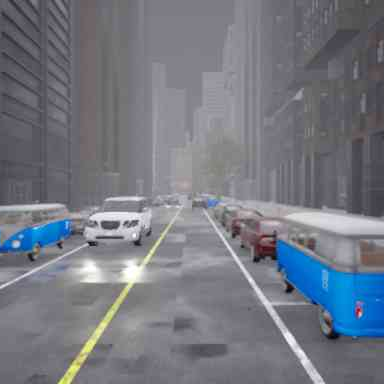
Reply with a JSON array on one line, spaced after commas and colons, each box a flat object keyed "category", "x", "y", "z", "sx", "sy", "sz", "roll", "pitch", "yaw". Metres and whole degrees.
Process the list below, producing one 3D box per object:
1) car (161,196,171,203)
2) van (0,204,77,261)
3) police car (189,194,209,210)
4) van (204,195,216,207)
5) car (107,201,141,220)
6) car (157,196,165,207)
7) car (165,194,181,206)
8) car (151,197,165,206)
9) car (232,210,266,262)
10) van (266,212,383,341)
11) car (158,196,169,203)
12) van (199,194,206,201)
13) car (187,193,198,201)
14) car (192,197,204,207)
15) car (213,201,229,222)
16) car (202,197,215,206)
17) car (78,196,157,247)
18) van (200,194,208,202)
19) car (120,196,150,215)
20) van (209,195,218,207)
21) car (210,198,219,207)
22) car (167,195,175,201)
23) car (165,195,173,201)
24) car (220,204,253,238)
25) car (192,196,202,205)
[{"category": "car", "x": -5.759, "y": 1.600, "z": 73.709, "sx": 1.947, "sy": 1.339, "sz": 4.313, "roll": 0, "pitch": 0, "yaw": 0}, {"category": "van", "x": -5.762, "y": 1.342, "z": 11.903, "sx": 1.690, "sy": 1.788, "sz": 3.998, "roll": 0, "pitch": 0, "yaw": 0}, {"category": "police car", "x": 0.903, "y": 1.436, "z": 44.170, "sx": 1.930, "sy": 1.638, "sz": 5.238, "roll": 0, "pitch": 0, "yaw": 0}, {"category": "van", "x": 2.765, "y": 1.357, "z": 51.242, "sx": 1.690, "sy": 1.788, "sz": 3.998, "roll": 0, "pitch": 0, "yaw": 0}, {"category": "car", "x": -5.761, "y": 1.554, "z": 28.759, "sx": 2.008, "sy": 1.369, "sz": 4.403, "roll": 0, "pitch": 0, "yaw": 0}, {"category": "car", "x": -5.760, "y": 1.581, "z": 51.234, "sx": 1.947, "sy": 1.339, "sz": 4.313, "roll": 0, "pitch": 0, "yaw": 0}, {"category": "car", "x": -3.062, "y": 1.523, "z": 55.452, "sx": 1.837, "sy": 1.490, "sz": 4.892, "roll": 0, "pitch": 0, "yaw": 0}, {"category": "car", "x": -5.760, "y": 1.545, "z": 56.683, "sx": 1.752, "sy": 1.417, "sz": 4.829, "roll": 0, "pitch": 0, "yaw": 0}, {"category": "car", "x": 2.763, "y": 1.545, "z": 11.914, "sx": 1.887, "sy": 1.381, "sz": 4.507, "roll": 0, "pitch": 0, "yaw": 0}, {"category": "van", "x": 2.763, "y": 1.342, "z": 6.295, "sx": 1.690, "sy": 1.788, "sz": 3.998, "roll": 0, "pitch": 0, "yaw": 0}, {"category": "car", "x": -5.759, "y": 1.595, "z": 68.090, "sx": 1.947, "sy": 1.339, "sz": 4.313, "roll": 0, "pitch": 0, "yaw": 0}, {"category": "van", "x": 2.767, "y": 1.387, "z": 84.952, "sx": 1.690, "sy": 1.788, "sz": 3.998, "roll": 0, "pitch": 0, "yaw": 0}, {"category": "car", "x": 0.005, "y": 1.168, "z": 79.389, "sx": 2.150, "sy": 2.045, "sz": 5.566, "roll": 0, "pitch": 0, "yaw": 0}, {"category": "car", "x": 0.903, "y": 1.523, "z": 54.060, "sx": 1.837, "sy": 1.490, "sz": 4.892, "roll": 0, "pitch": 0, "yaw": 0}, {"category": "car", "x": 2.764, "y": 1.553, "z": 23.144, "sx": 2.008, "sy": 1.369, "sz": 4.403, "roll": 0, "pitch": 0, "yaw": 0}, {"category": "car", "x": 2.765, "y": 1.565, "z": 56.860, "sx": 1.887, "sy": 1.381, "sz": 4.507, "roll": 0, "pitch": 0, "yaw": 0}, {"category": "car", "x": -3.098, "y": 1.223, "z": 15.270, "sx": 2.150, "sy": 2.045, "sz": 5.566, "roll": 0, "pitch": 0, "yaw": 0}, {"category": "van", "x": 2.766, "y": 1.381, "z": 79.334, "sx": 1.690, "sy": 1.788, "sz": 3.998, "roll": 0, "pitch": 0, "yaw": 0}, {"category": "car", "x": -5.761, "y": 1.320, "z": 34.377, "sx": 2.192, "sy": 1.841, "sz": 5.009, "roll": 0, "pitch": 0, "yaw": 0}, {"category": "van", "x": 2.765, "y": 1.353, "z": 45.623, "sx": 1.690, "sy": 1.788, "sz": 3.998, "roll": 0, "pitch": 0, "yaw": 0}, {"category": "car", "x": 2.764, "y": 1.529, "z": 28.939, "sx": 1.752, "sy": 1.417, "sz": 4.829, "roll": 0, "pitch": 0, "yaw": 0}, {"category": "car", "x": -5.758, "y": 1.492, "z": 90.565, "sx": 1.967, "sy": 1.590, "sz": 4.097, "roll": 0, "pitch": 0, "yaw": 0}, {"category": "car", "x": -5.758, "y": 1.571, "z": 84.777, "sx": 1.752, "sy": 1.417, "sz": 4.829, "roll": 0, "pitch": 0, "yaw": 0}, {"category": "car", "x": 2.764, "y": 1.546, "z": 17.532, "sx": 1.887, "sy": 1.381, "sz": 4.507, "roll": 0, "pitch": 0, "yaw": 0}, {"category": "car", "x": 0.904, "y": 1.548, "z": 60.059, "sx": 1.812, "sy": 1.442, "sz": 4.674, "roll": 0, "pitch": 0, "yaw": 0}]
